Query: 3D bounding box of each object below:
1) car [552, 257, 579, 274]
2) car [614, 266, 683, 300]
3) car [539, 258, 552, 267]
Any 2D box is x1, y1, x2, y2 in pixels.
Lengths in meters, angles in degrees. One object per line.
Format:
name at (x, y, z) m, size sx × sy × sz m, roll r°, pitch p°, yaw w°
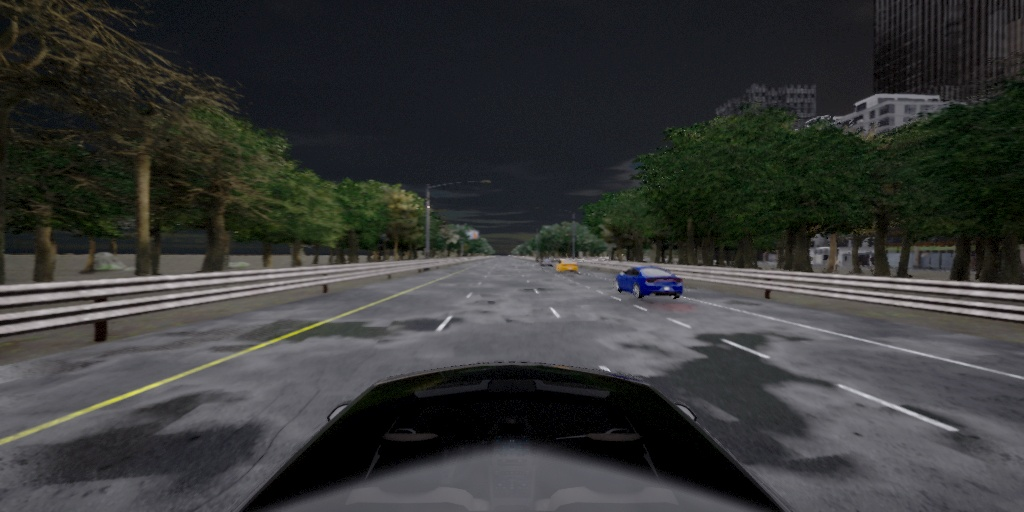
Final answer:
car at (6.199, 1.177, 41.014) m, size 1.882 × 1.535 × 5.008 m, roll 1°, pitch 0°, yaw -1°
car at (6.655, 1.246, 17.999) m, size 1.882 × 1.535 × 5.008 m, roll 1°, pitch 0°, yaw -1°
car at (5.793, 1.181, 62.065) m, size 2.033 × 1.411 × 5.357 m, roll 1°, pitch 0°, yaw -1°
